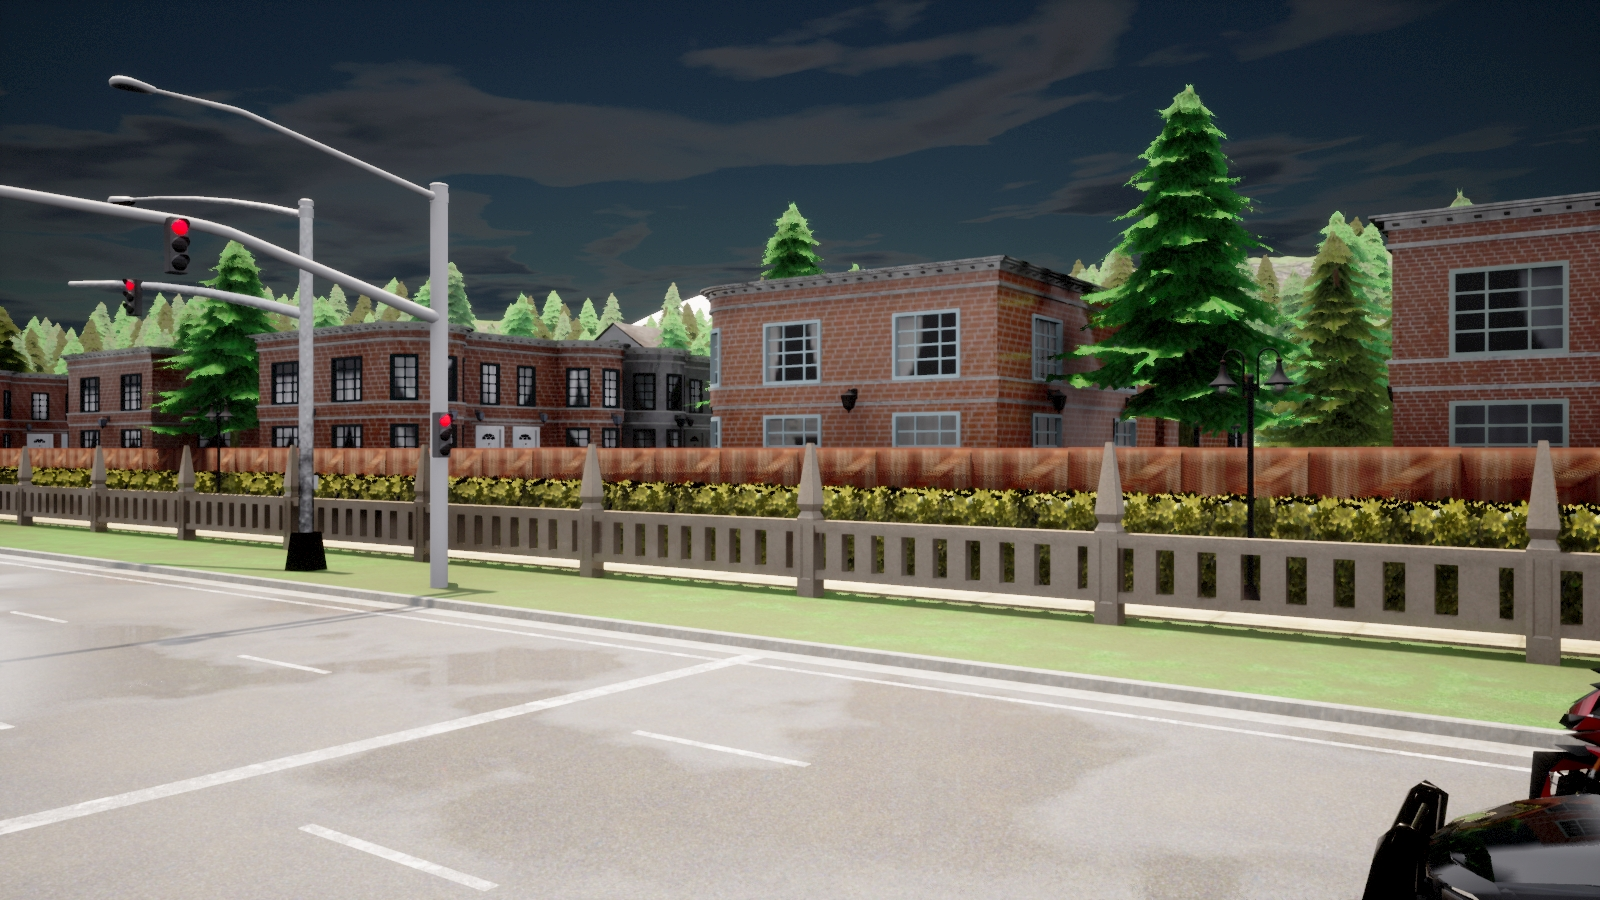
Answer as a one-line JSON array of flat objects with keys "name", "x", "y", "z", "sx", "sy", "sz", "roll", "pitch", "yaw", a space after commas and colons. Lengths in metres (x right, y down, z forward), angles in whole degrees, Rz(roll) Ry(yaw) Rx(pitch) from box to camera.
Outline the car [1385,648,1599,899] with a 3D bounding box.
[{"name": "car", "x": 5.302, "y": 1.983, "z": 4.345, "sx": 5.238, "sy": 1.638, "sz": 2.097, "roll": 0, "pitch": 0, "yaw": 35}]

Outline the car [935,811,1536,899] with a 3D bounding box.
[{"name": "car", "x": 2.178, "y": 2.065, "z": 2.259, "sx": 4.193, "sy": 1.474, "sz": 1.816, "roll": 0, "pitch": 0, "yaw": 35}]

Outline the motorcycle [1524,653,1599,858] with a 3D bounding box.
[{"name": "motorcycle", "x": 6.334, "y": 2.205, "z": 7.895, "sx": 2.209, "sy": 1.251, "sz": 0.867, "roll": 0, "pitch": 0, "yaw": 35}]
